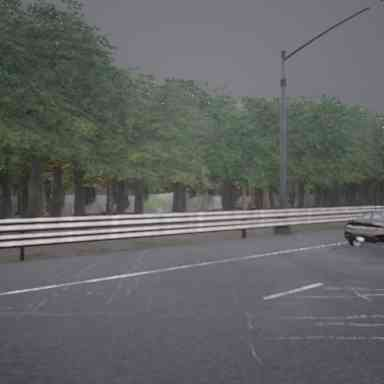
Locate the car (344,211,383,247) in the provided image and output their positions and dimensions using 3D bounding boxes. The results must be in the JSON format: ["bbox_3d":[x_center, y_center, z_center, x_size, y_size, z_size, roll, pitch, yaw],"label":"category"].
[{"bbox_3d":[8.391,1.572,14.038,4.902,1.511,2.128,0,0,-35],"label":"car"}]
